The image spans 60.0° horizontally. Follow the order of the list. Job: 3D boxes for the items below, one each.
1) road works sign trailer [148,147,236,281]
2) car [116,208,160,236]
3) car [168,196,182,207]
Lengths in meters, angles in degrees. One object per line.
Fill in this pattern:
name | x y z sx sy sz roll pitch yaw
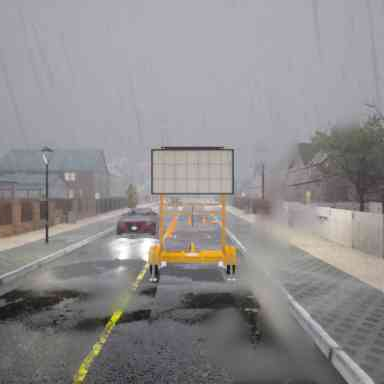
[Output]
road works sign trailer | 0.016 0.471 9.851 2.380 3.560 2.880 0 0 0
car | -2.844 1.582 18.320 1.994 1.385 4.181 0 0 0
car | -2.735 1.475 53.988 2.097 1.767 4.553 0 0 0
